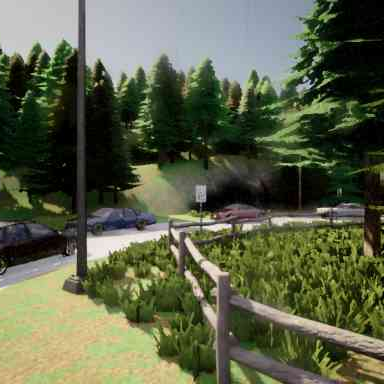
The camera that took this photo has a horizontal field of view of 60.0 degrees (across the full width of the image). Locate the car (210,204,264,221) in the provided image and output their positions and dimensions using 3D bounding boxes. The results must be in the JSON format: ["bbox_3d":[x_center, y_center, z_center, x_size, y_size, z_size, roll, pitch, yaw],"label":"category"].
[{"bbox_3d":[3.474,1.591,25.180,4.181,1.385,1.994,0,0,-26],"label":"car"}]

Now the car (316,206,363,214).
[{"bbox_3d":[12.992,1.628,28.079,4.718,1.301,1.895,0,0,-6],"label":"car"}]

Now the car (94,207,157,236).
[{"bbox_3d":[-4.467,1.574,19.138,2.033,1.411,5.357,0,0,41],"label":"car"}]

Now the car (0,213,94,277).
[{"bbox_3d":[-5.554,1.575,10.315,2.033,1.411,5.357,0,0,17],"label":"car"}]
